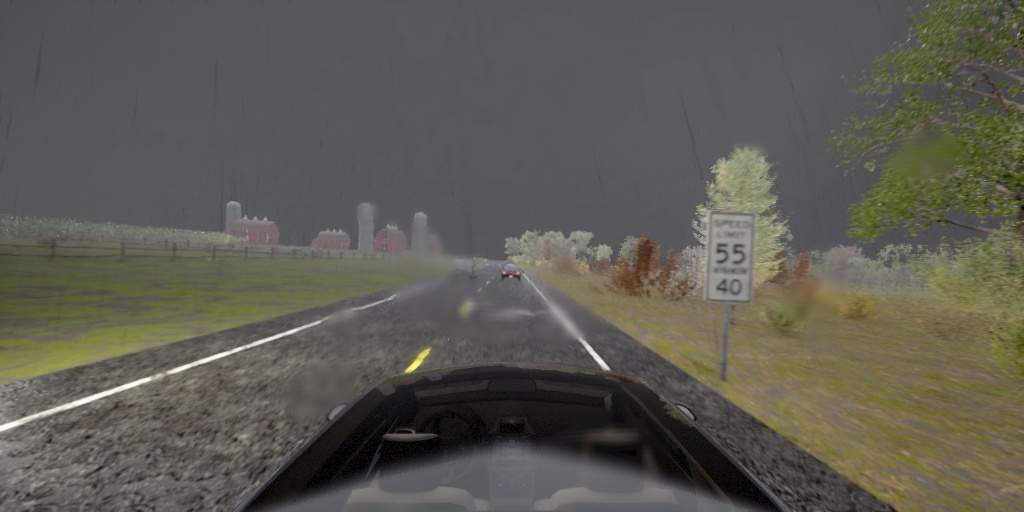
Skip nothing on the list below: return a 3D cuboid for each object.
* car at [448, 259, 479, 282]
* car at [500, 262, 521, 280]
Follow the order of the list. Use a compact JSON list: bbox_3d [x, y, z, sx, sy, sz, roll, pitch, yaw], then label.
[{"bbox_3d":[-3.519,0.963,26.781,1.837,1.490,4.892,3,0,0],"label":"car"},{"bbox_3d":[-0.103,1.555,33.912,1.895,1.301,4.718,3,0,0],"label":"car"}]
